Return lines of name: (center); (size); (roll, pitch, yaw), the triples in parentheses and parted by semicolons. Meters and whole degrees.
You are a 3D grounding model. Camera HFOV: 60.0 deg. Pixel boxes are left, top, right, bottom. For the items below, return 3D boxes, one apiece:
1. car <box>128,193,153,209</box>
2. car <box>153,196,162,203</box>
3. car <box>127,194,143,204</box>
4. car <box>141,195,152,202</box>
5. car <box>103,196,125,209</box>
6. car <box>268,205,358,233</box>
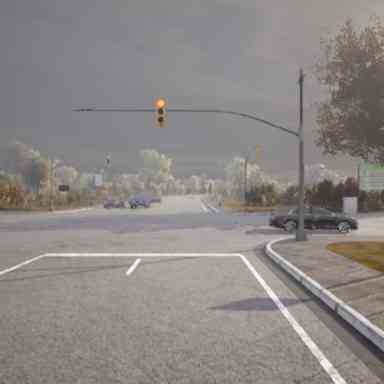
car: (-7.114, 1.191, 46.124); (2.150, 2.045, 5.566); (0, 0, 0)
car: (-7.043, 1.507, 66.397); (2.033, 1.411, 5.357); (0, 0, 0)
car: (-10.583, 1.314, 61.977); (2.097, 1.767, 4.553); (0, 0, 0)
car: (-10.523, 1.493, 77.066); (1.994, 1.385, 4.181); (0, 0, 0)
car: (-10.613, 1.325, 45.487); (2.097, 1.767, 4.553); (0, 0, 0)
car: (6.849, 1.529, 19.031); (4.892, 1.490, 1.837); (0, 0, 3)
